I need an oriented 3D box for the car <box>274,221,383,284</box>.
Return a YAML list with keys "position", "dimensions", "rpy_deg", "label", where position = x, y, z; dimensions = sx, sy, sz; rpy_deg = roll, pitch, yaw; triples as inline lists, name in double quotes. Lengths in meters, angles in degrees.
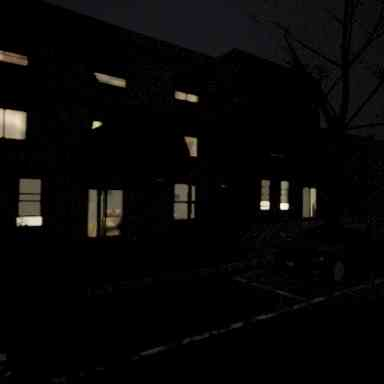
- position: [4.323, 1.576, 9.713]
  dimensions: [4.507, 1.381, 1.887]
  rpy_deg: [0, 1, -35]
  label: "car"
